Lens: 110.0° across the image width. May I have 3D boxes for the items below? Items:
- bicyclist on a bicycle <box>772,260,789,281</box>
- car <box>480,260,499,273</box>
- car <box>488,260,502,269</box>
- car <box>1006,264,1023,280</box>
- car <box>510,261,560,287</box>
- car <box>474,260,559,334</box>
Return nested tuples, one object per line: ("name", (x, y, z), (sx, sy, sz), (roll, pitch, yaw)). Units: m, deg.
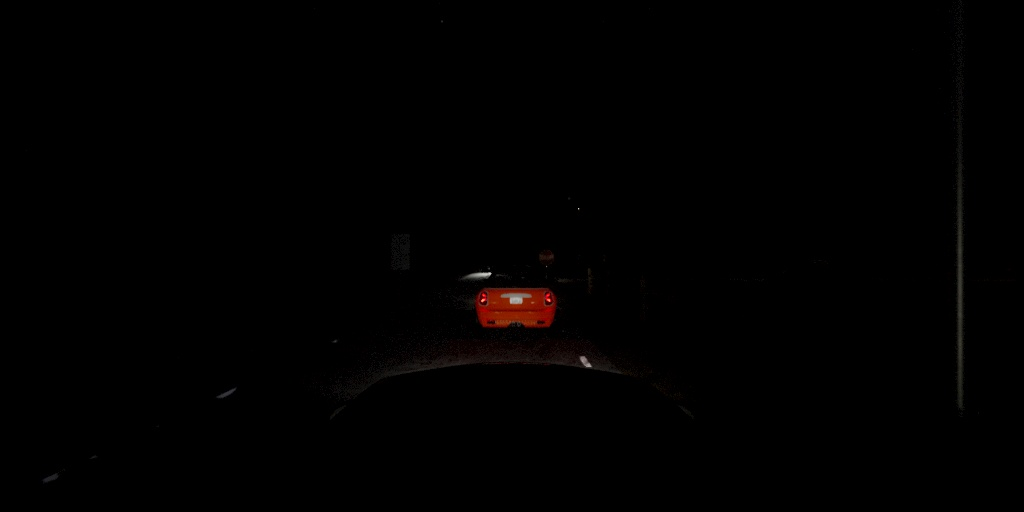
("bicyclist on a bicycle", (19.929, 1.149, 26.640), (0.582, 1.620, 1.656), (0, 0, 0))
("car", (-2.816, 1.297, 46.322), (2.128, 1.511, 4.902), (0, 0, 0))
("car", (-2.788, 1.443, 59.091), (1.994, 1.385, 4.181), (0, 0, 0))
("car", (44.392, 1.263, 29.769), (5.008, 1.535, 1.882), (0, -2, 0))
("car", (1.790, 1.197, 25.773), (1.882, 1.535, 5.008), (-1, 1, 25))
("car", (0.099, 1.097, 10.780), (2.097, 1.767, 4.553), (0, 0, 0))
